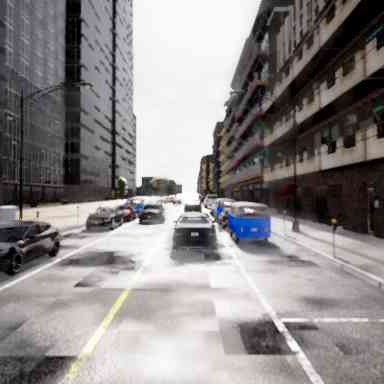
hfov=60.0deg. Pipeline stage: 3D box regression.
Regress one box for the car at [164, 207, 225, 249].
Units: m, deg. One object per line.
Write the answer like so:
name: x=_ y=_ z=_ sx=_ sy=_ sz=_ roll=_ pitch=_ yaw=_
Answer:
car: x=0.104 y=1.614 z=14.761 sx=2.033 sy=1.411 sz=5.357 roll=0 pitch=0 yaw=0

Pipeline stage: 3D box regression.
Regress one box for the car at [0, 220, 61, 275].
car: x=-5.680 y=1.614 z=10.673 sx=1.947 sy=1.339 sz=4.313 roll=1 pitch=0 yaw=0

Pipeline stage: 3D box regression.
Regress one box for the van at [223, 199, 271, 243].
van: x=2.705 y=1.415 z=16.341 sx=1.690 sy=1.788 sz=3.998 roll=1 pitch=0 yaw=0

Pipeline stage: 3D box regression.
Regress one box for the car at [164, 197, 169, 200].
car: x=-5.655 y=1.816 z=78.256 sx=1.752 sy=1.417 sz=4.829 roll=1 pitch=0 yaw=0

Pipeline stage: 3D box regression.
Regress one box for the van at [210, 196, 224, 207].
van: x=2.710 y=1.463 z=27.634 sx=1.690 sy=1.788 sz=3.998 roll=1 pitch=0 yaw=0

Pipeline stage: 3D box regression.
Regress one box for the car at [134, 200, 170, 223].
car: x=-3.090 y=1.622 z=26.634 sx=1.837 sy=1.490 sz=4.892 roll=0 pitch=0 yaw=0

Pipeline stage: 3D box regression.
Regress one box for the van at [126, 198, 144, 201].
van: x=-5.669 y=1.485 z=33.258 sx=1.690 sy=1.788 sz=3.998 roll=1 pitch=0 yaw=0

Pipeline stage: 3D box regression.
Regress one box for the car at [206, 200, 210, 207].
car: x=2.709 y=1.726 z=33.279 sx=1.802 sy=1.307 sz=4.206 roll=1 pitch=0 yaw=0

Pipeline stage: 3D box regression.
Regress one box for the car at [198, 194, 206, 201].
car: x=2.735 y=1.648 z=95.391 sx=2.192 sy=1.841 sz=5.009 roll=1 pitch=0 yaw=0

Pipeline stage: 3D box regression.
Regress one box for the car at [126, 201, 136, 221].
car: x=-5.674 y=1.703 z=27.611 sx=1.802 sy=1.307 sz=4.206 roll=1 pitch=0 yaw=0

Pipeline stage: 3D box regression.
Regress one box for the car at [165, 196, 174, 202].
car: x=-5.653 y=1.857 z=84.072 sx=2.008 sy=1.369 sz=4.403 roll=1 pitch=0 yaw=0

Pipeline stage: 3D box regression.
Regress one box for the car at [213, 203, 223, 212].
car: x=2.705 y=1.649 z=21.987 sx=2.008 sy=1.369 sz=4.403 roll=1 pitch=0 yaw=0

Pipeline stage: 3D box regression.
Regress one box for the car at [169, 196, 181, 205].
car: x=-2.985 y=1.764 z=66.785 sx=2.128 sy=1.511 sz=4.902 roll=0 pitch=0 yaw=0

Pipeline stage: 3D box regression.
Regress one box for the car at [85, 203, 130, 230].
car: x=-5.675 y=1.648 z=21.965 sx=2.008 sy=1.369 sz=4.403 roll=1 pitch=0 yaw=0

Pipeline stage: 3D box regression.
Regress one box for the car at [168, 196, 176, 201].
car: x=-5.649 y=1.884 z=95.364 sx=2.008 sy=1.369 sz=4.403 roll=1 pitch=0 yaw=0

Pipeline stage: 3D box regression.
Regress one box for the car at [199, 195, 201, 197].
car: x=2.725 y=1.715 z=72.806 sx=1.967 sy=1.590 sz=4.097 roll=1 pitch=0 yaw=0

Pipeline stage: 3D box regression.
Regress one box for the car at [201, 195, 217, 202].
car: x=3.017 y=1.434 z=51.166 sx=2.150 sy=2.045 sz=5.566 roll=0 pitch=0 yaw=0

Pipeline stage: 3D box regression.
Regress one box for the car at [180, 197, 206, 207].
car: x=0.111 y=1.643 z=35.165 sx=2.128 sy=1.511 sz=4.902 roll=0 pitch=0 yaw=0
